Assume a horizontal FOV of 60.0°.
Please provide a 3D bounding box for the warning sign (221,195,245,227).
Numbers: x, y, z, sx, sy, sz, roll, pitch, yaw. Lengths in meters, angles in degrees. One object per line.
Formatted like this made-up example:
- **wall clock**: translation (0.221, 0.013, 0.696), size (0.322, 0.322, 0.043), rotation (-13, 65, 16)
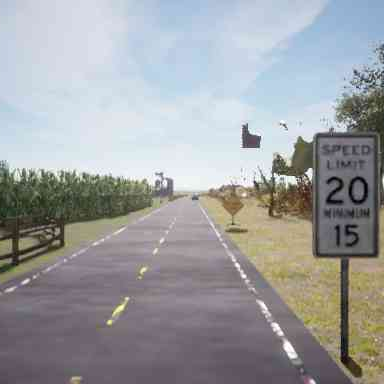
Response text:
- **warning sign**: translation (2.454, 1.104, 19.903), size (1.300, 1.860, 1.060), rotation (0, 0, 0)

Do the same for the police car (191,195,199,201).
- **police car**: translation (0.825, 1.595, 90.019), size (1.930, 1.638, 5.238), rotation (0, 0, 0)
